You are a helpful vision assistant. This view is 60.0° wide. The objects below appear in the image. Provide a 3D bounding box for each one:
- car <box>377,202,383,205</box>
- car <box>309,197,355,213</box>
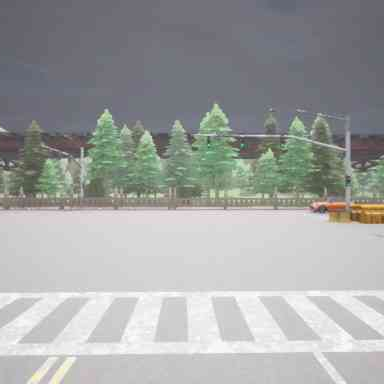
[{"bbox_3d":[16.876,1.563,28.588,4.181,1.385,1.994,0,0,-2],"label":"car"},{"bbox_3d":[14.912,1.350,35.535,4.553,1.767,2.097,0,0,-2],"label":"car"}]
